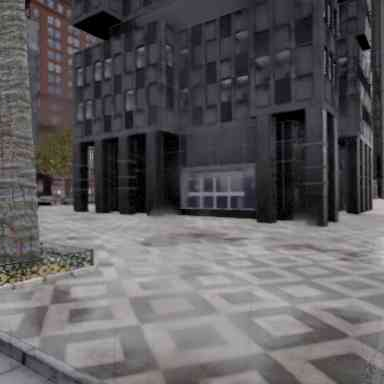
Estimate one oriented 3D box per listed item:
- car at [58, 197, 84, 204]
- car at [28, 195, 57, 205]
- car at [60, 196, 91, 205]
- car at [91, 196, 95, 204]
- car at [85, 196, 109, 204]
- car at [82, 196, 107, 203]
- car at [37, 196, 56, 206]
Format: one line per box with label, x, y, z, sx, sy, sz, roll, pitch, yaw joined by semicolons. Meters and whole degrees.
car;-22.539;1.543;62.015;1.802;1.307;4.206;-1;0;35
car;-25.745;1.415;57.374;1.967;1.590;4.097;-1;0;35
car;-18.731;1.448;52.527;1.947;1.339;4.313;-1;0;35
car;-17.906;1.446;58.420;2.033;1.411;5.357;-1;0;35
car;-18.095;1.481;63.452;1.994;1.385;4.181;-1;0;35
car;-19.432;1.475;66.516;1.752;1.417;4.829;-1;0;35
car;-21.934;1.464;47.887;1.947;1.339;4.313;-1;0;35
